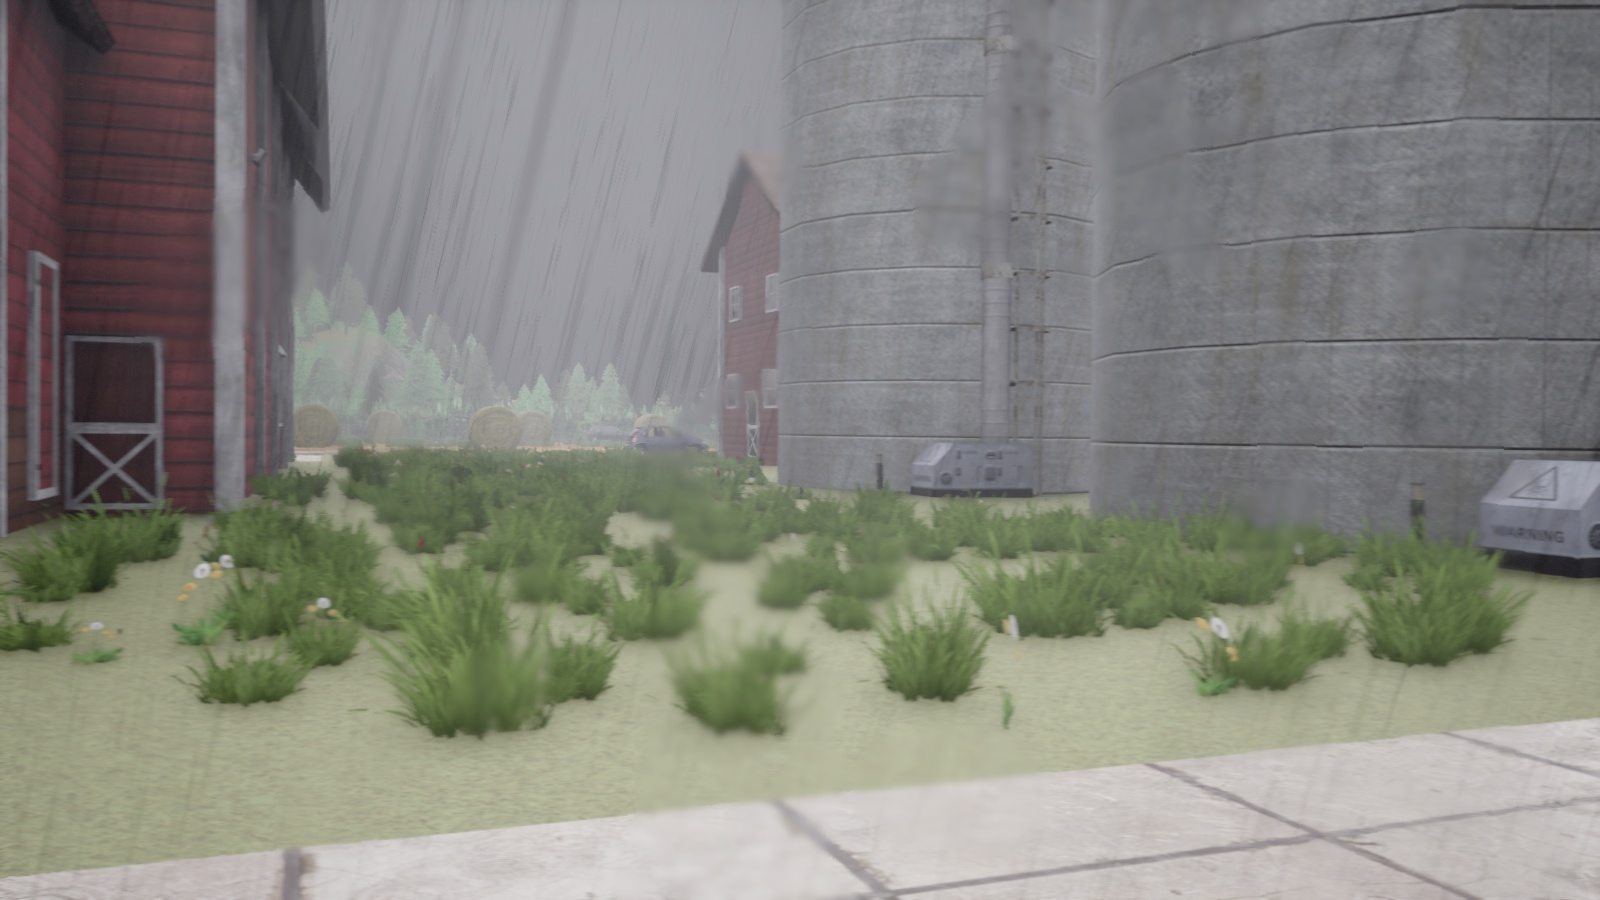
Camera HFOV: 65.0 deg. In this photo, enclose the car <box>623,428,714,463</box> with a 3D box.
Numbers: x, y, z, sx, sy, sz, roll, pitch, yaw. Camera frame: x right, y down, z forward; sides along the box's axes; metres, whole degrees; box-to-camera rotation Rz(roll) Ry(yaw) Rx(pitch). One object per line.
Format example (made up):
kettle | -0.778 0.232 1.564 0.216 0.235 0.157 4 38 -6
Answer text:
car | -6.345 -0.249 60.637 3.988 1.617 1.851 -1 1 -21
